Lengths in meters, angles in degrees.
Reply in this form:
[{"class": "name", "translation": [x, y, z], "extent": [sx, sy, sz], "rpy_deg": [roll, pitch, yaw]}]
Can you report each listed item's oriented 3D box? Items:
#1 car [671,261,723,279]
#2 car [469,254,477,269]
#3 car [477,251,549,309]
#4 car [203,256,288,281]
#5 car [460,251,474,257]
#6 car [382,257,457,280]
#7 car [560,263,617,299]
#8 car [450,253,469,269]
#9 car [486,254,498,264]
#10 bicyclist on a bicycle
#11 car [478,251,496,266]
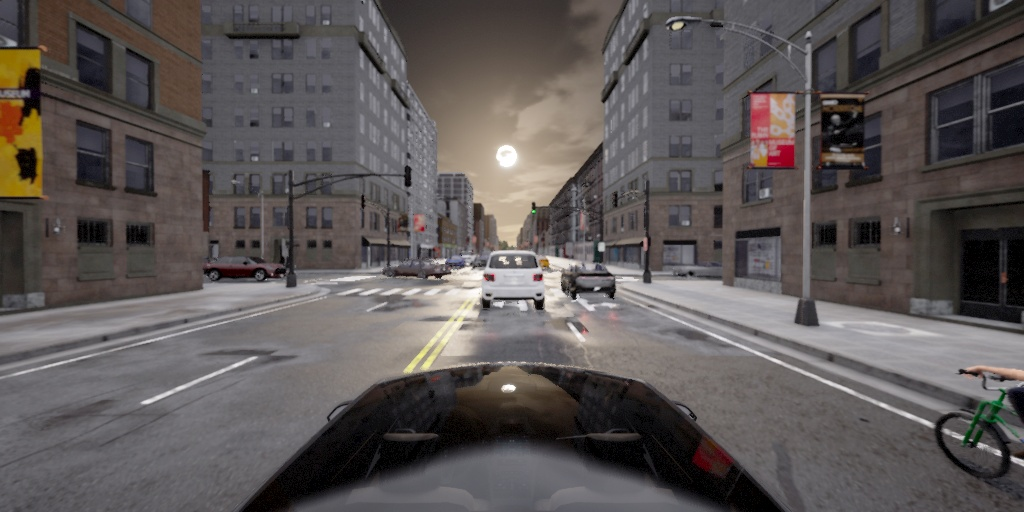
[{"class": "car", "translation": [14.965, 1.055, 27.756], "extent": [4.718, 1.301, 1.895], "rpy_deg": [0, 1, 1]}, {"class": "car", "translation": [-3.472, 0.781, 42.103], "extent": [1.994, 1.385, 4.181], "rpy_deg": [0, 1, 0]}, {"class": "car", "translation": [-0.048, 0.808, 14.059], "extent": [2.150, 2.045, 5.566], "rpy_deg": [0, 1, -2]}, {"class": "car", "translation": [-18.179, 0.772, 24.832], "extent": [4.553, 1.767, 2.097], "rpy_deg": [0, 1, -1]}, {"class": "car", "translation": [-6.733, 0.293, 53.048], "extent": [2.150, 2.045, 5.566], "rpy_deg": [0, 1, 0]}, {"class": "car", "translation": [-7.028, 0.968, 26.356], "extent": [5.357, 1.411, 2.033], "rpy_deg": [0, 1, 27]}, {"class": "car", "translation": [3.362, 1.046, 16.463], "extent": [2.128, 1.511, 4.902], "rpy_deg": [0, 1, 1]}, {"class": "car", "translation": [-6.731, 0.681, 43.108], "extent": [1.882, 1.535, 5.008], "rpy_deg": [0, 1, 0]}, {"class": "car", "translation": [-3.454, 0.461, 61.581], "extent": [1.837, 1.490, 4.892], "rpy_deg": [0, 1, 0]}, {"class": "bicyclist on a bicycle", "translation": [4.135, 1.173, 2.753], "extent": [0.866, 1.612, 1.509], "rpy_deg": [0, 1, 0]}, {"class": "car", "translation": [-3.489, 0.314, 51.439], "extent": [2.150, 2.045, 5.566], "rpy_deg": [0, 1, 0]}]
